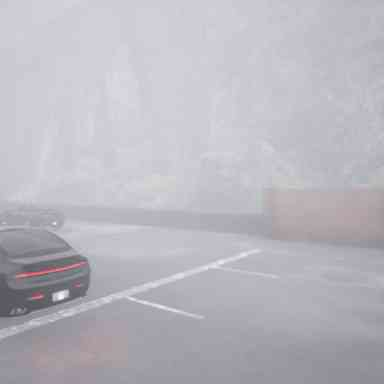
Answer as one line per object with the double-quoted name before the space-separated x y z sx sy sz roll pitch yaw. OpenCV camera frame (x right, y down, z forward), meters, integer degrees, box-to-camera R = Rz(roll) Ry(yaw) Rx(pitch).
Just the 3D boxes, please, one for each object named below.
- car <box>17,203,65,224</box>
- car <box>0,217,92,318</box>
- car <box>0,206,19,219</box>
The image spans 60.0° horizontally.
"car" -9.348 1.418 19.265 4.892 1.490 1.837 0 0 36
"car" -4.156 1.472 6.958 4.892 1.490 1.837 0 0 36
"car" -10.868 1.464 16.048 5.357 1.411 2.033 0 0 36
